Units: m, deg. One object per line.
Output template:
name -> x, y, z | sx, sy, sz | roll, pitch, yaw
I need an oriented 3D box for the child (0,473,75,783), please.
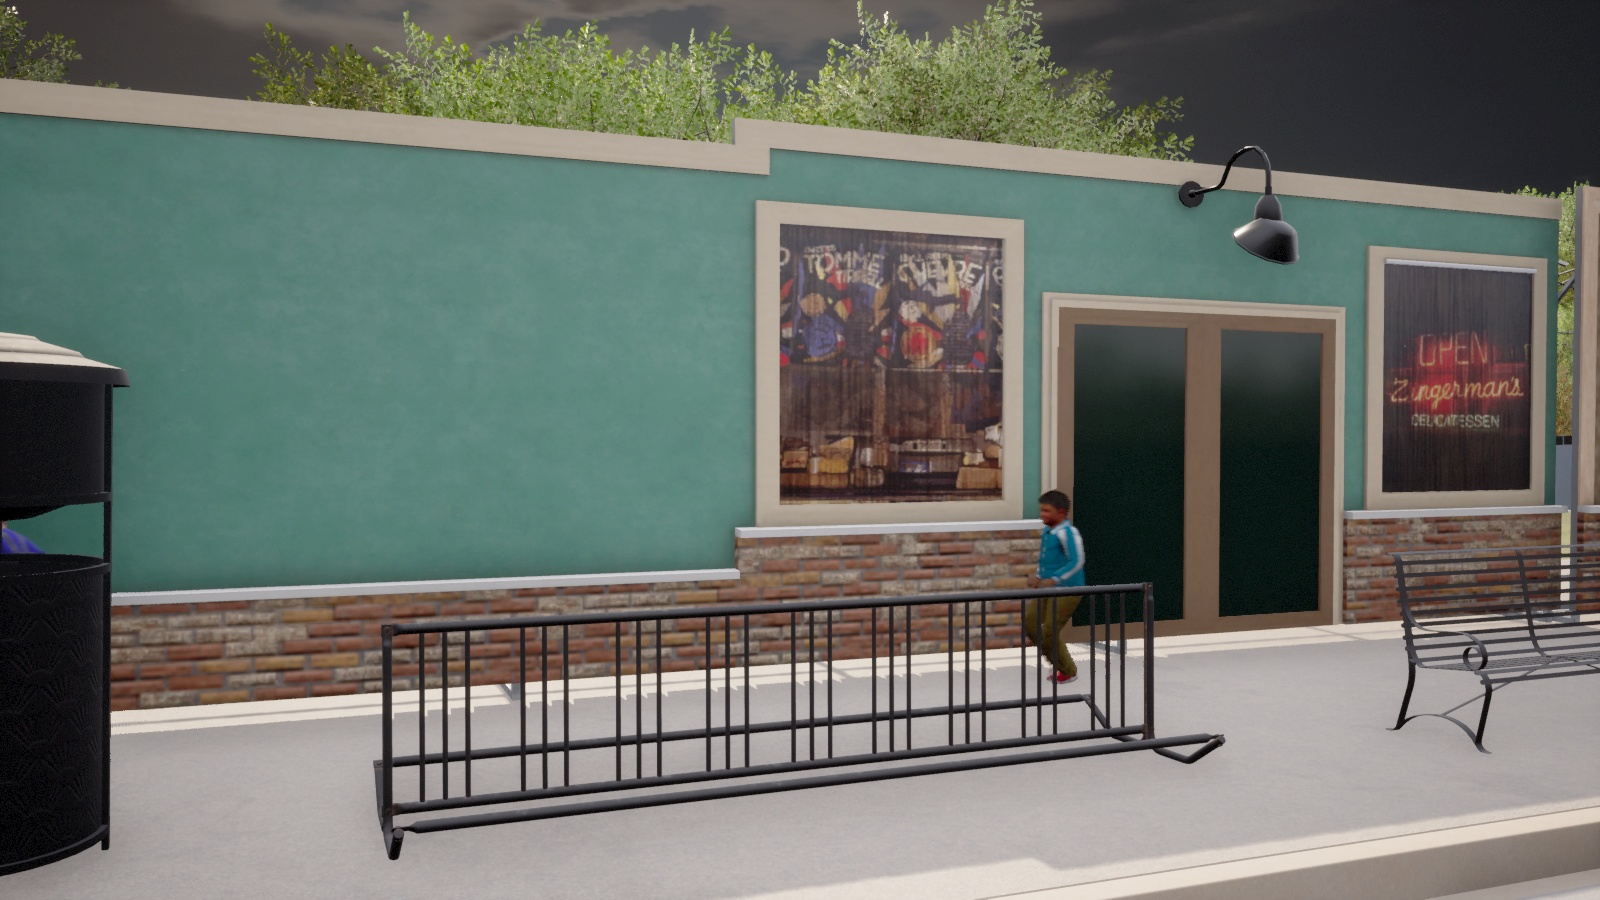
child -> -3.339, 0.738, 5.288 | 0.437, 1.263, 0.270 | -1, 1, -20

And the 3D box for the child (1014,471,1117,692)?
child -> 1.493, 0.722, 7.082 | 0.448, 1.192, 0.343 | -1, 1, -20
